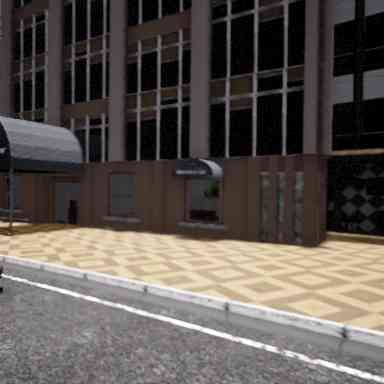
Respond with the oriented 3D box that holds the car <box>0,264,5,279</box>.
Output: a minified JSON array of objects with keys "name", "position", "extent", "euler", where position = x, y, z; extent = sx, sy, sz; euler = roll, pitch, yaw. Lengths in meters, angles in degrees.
[{"name":"car","position":[-6.794,1.534,8.153],"extent":[5.357,1.411,2.033],"euler":[0,0,33]}]
